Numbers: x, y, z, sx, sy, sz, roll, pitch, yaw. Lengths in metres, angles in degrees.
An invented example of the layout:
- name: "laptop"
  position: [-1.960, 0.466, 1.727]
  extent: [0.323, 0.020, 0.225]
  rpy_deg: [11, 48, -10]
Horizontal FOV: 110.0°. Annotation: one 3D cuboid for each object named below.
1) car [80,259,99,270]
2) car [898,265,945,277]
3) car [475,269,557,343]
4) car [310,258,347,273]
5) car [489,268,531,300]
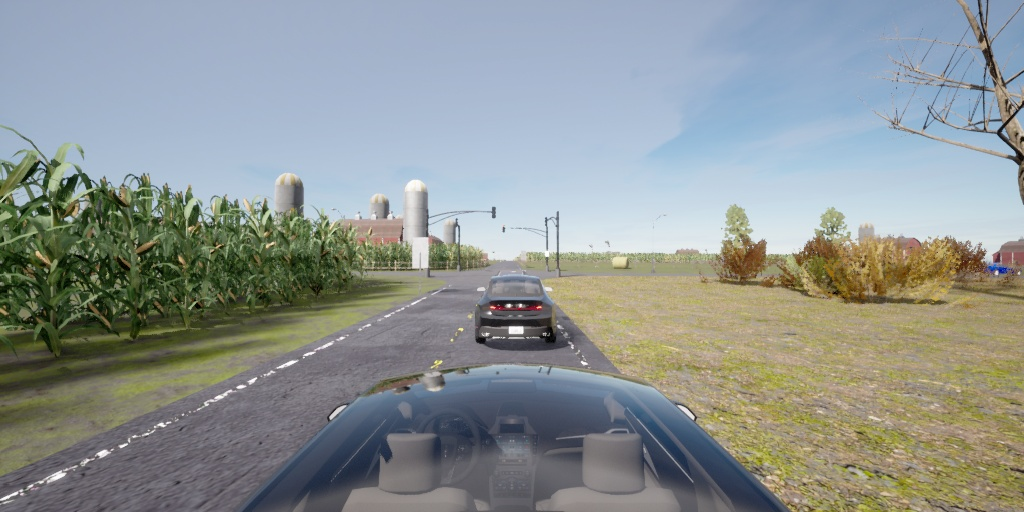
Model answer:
- name: "car"
  position: [-40.970, 0.977, 36.519]
  extent: [4.181, 1.385, 1.994]
  rpy_deg: [0, -1, -2]
- name: "car"
  position: [48.561, 1.768, 42.548]
  extent: [4.181, 1.385, 1.994]
  rpy_deg: [1, -1, -5]
- name: "car"
  position: [0.080, 1.259, 9.686]
  extent: [1.837, 1.490, 4.892]
  rpy_deg: [0, 0, 0]
- name: "car"
  position: [-19.826, 0.931, 37.674]
  extent: [4.553, 1.767, 2.097]
  rpy_deg: [0, -1, -3]
- name: "car"
  position: [0.033, 1.360, 18.838]
  extent: [1.895, 1.301, 4.718]
  rpy_deg: [0, 0, 4]
